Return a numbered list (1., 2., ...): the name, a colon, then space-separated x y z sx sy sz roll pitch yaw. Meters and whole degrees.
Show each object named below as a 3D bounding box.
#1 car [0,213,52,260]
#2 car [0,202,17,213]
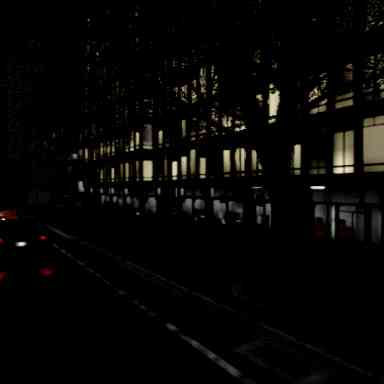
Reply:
1. car: -6.624 1.695 12.617 1.994 1.385 4.181 0 0 -32
2. car: -14.478 1.634 25.206 2.097 1.767 4.553 0 -1 -32
